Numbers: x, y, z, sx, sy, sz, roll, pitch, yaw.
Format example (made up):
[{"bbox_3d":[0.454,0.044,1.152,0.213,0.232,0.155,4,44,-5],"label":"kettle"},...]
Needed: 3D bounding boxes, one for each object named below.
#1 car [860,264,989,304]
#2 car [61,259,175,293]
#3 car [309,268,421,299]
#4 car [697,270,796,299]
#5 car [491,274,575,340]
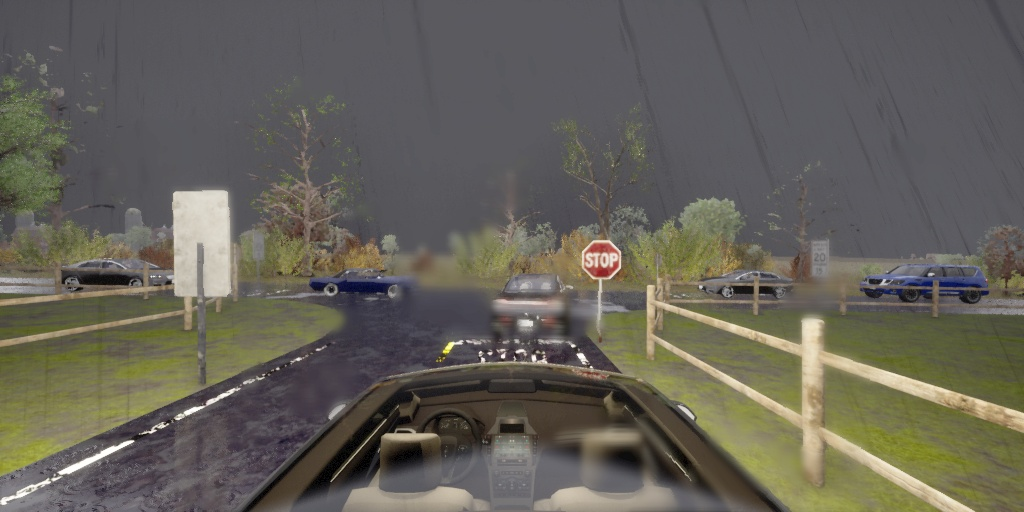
[{"bbox_3d":[22.896,1.466,20.008,5.566,2.045,2.150,1,1,0],"label":"car"},{"bbox_3d":[-18.493,0.885,17.101,4.902,1.511,2.128,1,1,0],"label":"car"},{"bbox_3d":[-6.825,1.248,17.087,4.718,1.301,1.895,1,1,0],"label":"car"},{"bbox_3d":[13.000,1.525,20.017,4.902,1.511,2.128,1,1,0],"label":"car"},{"bbox_3d":[0.705,1.240,10.057,2.128,1.511,4.902,0,0,9],"label":"car"}]
